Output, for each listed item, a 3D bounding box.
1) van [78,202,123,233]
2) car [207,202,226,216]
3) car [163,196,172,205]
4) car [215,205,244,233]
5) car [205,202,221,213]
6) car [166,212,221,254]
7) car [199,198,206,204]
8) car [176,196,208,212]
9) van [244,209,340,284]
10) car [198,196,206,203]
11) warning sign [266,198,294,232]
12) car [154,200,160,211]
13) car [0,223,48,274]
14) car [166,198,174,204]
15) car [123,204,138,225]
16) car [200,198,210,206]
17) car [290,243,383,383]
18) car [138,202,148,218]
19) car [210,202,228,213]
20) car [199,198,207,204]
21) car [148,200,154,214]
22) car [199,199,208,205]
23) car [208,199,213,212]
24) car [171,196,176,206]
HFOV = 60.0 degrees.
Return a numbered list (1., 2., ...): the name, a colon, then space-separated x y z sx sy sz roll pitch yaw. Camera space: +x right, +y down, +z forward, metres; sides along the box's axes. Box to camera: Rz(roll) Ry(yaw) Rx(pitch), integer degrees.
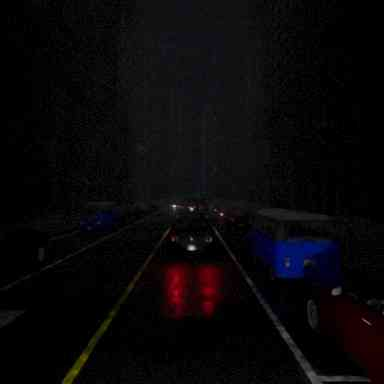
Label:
1. van: -5.776 1.532 20.803 1.690 1.788 3.998 0 -1 0
2. car: 2.741 1.872 37.788 1.752 1.417 4.829 0 -1 0
3. car: -5.802 2.252 76.819 1.887 1.381 4.507 0 -1 0
4. car: 2.750 1.736 20.813 1.887 1.381 4.507 0 -1 0
5. car: 2.739 1.978 43.220 1.802 1.307 4.206 0 -1 0
6. car: -0.004 1.731 14.101 1.895 1.301 4.718 0 0 0
7. car: 2.718 2.338 88.202 1.752 1.417 4.829 0 -1 0
8. car: -0.013 1.483 29.020 2.150 2.045 5.566 0 0 0
9. van: 2.754 1.430 9.612 1.690 1.788 3.998 0 -1 0
10. car: 2.714 2.178 93.636 2.192 1.841 5.009 0 -1 0
11. warning sign: 5.062 1.292 19.233 1.300 1.860 1.060 0 0 0
12. car: -5.789 1.888 48.812 1.967 1.590 4.097 0 -1 0
13. car: -5.770 1.633 9.596 1.887 1.381 4.507 0 -1 0
14. car: -5.807 2.362 88.024 2.008 1.369 4.403 0 -1 0
15. car: -5.778 1.787 26.403 1.887 1.381 4.507 0 -1 0
16. car: 2.725 2.095 71.229 1.967 1.590 4.097 0 -1 0
17. car: 2.758 1.620 4.009 1.802 1.307 4.206 0 -1 0
18. car: -5.781 1.838 32.004 1.887 1.381 4.507 0 -1 0
19. car: 2.747 1.787 26.416 1.887 1.381 4.507 0 -1 0
20. car: 2.720 2.310 82.431 2.008 1.369 4.403 0 -1 0
21. car: -5.784 1.869 37.437 1.752 1.417 4.829 0 -1 0
22. car: 2.723 2.273 76.829 1.947 1.339 4.313 0 -1 0
23. car: 2.744 1.734 32.018 1.967 1.590 4.097 0 -1 0
24. car: -3.034 2.155 71.752 1.837 1.490 4.892 0 -1 0
